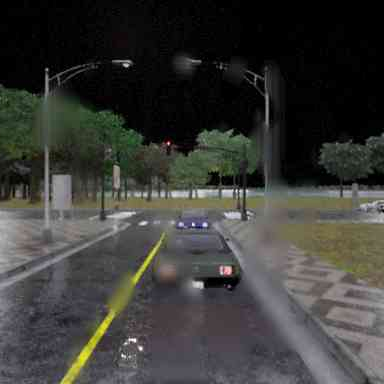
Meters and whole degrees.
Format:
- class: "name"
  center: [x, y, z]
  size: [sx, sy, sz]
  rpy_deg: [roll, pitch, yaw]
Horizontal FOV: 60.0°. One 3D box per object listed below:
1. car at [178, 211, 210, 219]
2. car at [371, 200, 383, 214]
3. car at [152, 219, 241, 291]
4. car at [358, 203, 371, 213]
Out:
- class: "car"
  center: [0.094, 1.721, 19.282]
  size: [1.895, 1.301, 4.718]
  rpy_deg: [0, 0, 1]
- class: "car"
  center: [23.195, 1.750, 37.364]
  size: [4.674, 1.442, 1.812]
  rpy_deg: [0, 0, 0]
- class: "car"
  center: [0.092, 1.658, 9.096]
  size: [1.895, 1.301, 4.718]
  rpy_deg: [0, 0, 0]
- class: "car"
  center: [22.760, 1.755, 40.616]
  size: [4.674, 1.442, 1.812]
  rpy_deg: [0, 0, 0]
